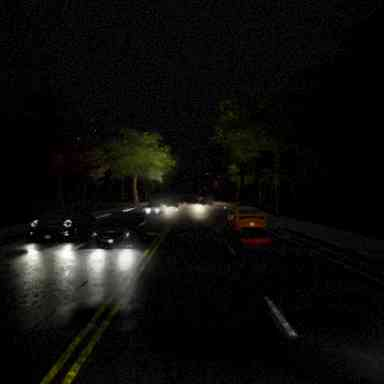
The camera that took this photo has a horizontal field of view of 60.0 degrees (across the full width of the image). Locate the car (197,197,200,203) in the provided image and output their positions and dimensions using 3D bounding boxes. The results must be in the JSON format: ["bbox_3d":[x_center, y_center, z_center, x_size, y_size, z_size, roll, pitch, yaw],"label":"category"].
[{"bbox_3d":[3.036,2.106,79.647,2.097,1.767,4.553,0,-1,0],"label":"car"}]

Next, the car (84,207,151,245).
[{"bbox_3d":[-3.375,1.685,16.475,2.033,1.411,5.357,0,-1,0],"label":"car"}]

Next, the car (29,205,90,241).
[{"bbox_3d":[-6.623,1.499,17.512,2.097,1.767,4.553,0,-1,0],"label":"car"}]

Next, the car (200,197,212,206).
[{"bbox_3d":[3.109,2.151,68.666,1.837,1.490,4.892,0,-1,0],"label":"car"}]

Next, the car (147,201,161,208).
[{"bbox_3d":[-6.645,2.143,58.173,1.895,1.301,4.718,0,-1,0],"label":"car"}]

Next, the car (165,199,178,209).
[{"bbox_3d":[-3.399,2.033,56.839,1.837,1.490,4.892,0,-1,0],"label":"car"}]

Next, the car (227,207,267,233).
[{"bbox_3d":[3.322,1.656,20.873,1.882,1.535,5.008,0,-1,0],"label":"car"}]
